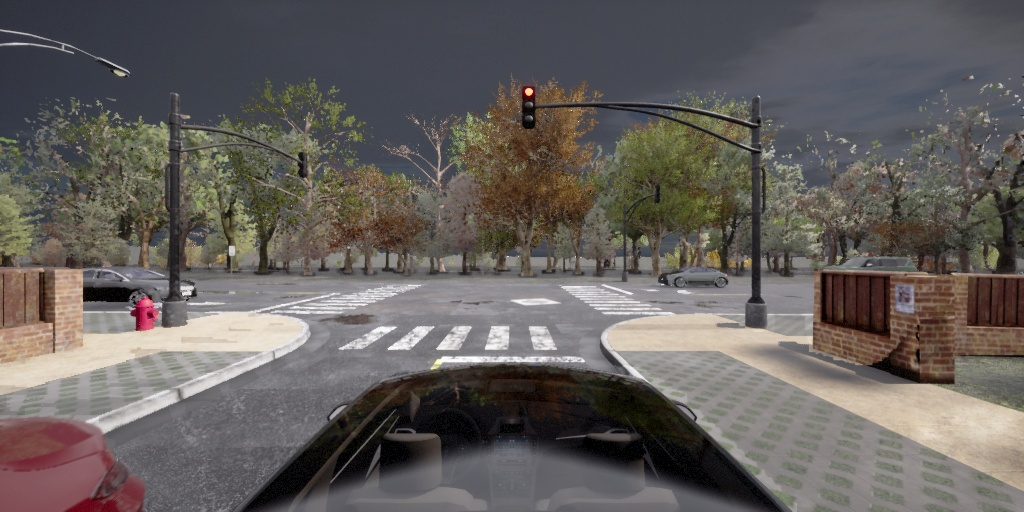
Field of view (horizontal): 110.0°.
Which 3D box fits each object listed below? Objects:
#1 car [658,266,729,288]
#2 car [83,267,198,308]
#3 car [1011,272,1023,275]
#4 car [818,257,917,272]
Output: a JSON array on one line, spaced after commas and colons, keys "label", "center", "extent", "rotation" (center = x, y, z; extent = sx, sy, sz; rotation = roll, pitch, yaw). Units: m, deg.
[{"label": "car", "center": [12.035, 1.368, 23.951], "extent": [4.181, 1.385, 1.994], "rotation": [0, 0, 0]}, {"label": "car", "center": [-15.113, 1.181, 13.975], "extent": [4.902, 1.511, 2.128], "rotation": [0, 0, 0]}, {"label": "car", "center": [36.483, 1.375, 23.948], "extent": [4.902, 1.511, 2.128], "rotation": [0, 0, 0]}, {"label": "car", "center": [23.591, 1.067, 23.960], "extent": [5.566, 2.045, 2.150], "rotation": [0, 0, 0]}]
